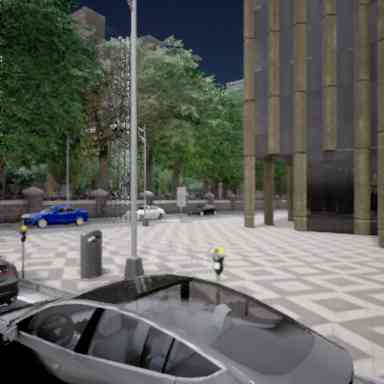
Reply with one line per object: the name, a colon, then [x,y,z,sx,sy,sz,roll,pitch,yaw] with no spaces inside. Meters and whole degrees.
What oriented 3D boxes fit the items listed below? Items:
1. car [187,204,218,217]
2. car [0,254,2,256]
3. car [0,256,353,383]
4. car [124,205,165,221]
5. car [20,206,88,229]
car: [1.368,2.238,41.471,1.882,1.535,5.008,0,-1,36]
car: [-5.150,1.556,6.633,4.403,1.369,2.008,0,0,35]
car: [-0.660,1.567,3.434,4.313,1.339,1.947,0,0,35]
car: [-4.613,2.068,32.990,1.812,1.442,4.674,0,-1,35]
car: [-10.224,1.821,25.025,1.882,1.535,5.008,0,-1,35]
